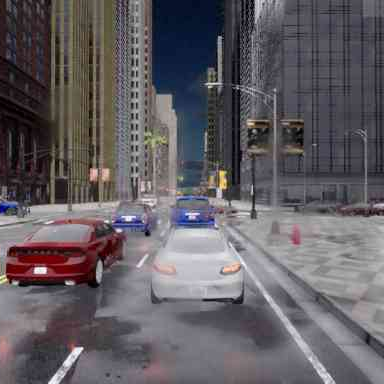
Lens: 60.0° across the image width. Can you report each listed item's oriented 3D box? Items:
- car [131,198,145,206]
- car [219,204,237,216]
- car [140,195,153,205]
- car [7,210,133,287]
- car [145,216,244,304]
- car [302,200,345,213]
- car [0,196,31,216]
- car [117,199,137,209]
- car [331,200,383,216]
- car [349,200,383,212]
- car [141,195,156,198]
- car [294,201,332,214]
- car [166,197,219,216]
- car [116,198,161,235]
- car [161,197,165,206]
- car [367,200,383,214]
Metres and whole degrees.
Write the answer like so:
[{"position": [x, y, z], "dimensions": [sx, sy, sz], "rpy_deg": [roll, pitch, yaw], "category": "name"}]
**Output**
[{"position": [-9.774, 1.824, 60.786], "dimensions": [1.812, 1.442, 4.674], "rpy_deg": [0, 0, 1], "category": "car"}, {"position": [1.691, 1.620, 32.460], "dimensions": [5.357, 1.411, 2.033], "rpy_deg": [0, -1, -1], "category": "car"}, {"position": [-9.697, 1.606, 71.360], "dimensions": [2.150, 2.045, 5.566], "rpy_deg": [0, 0, 0], "category": "car"}, {"position": [-3.145, 1.488, 9.392], "dimensions": [1.882, 1.535, 5.008], "rpy_deg": [0, 0, 0], "category": "car"}, {"position": [0.105, 1.534, 8.020], "dimensions": [1.812, 1.442, 4.674], "rpy_deg": [0, 0, 0], "category": "car"}, {"position": [15.213, 1.660, 38.635], "dimensions": [4.313, 1.339, 1.947], "rpy_deg": [0, 0, -1], "category": "car"}, {"position": [-18.683, 1.380, 32.165], "dimensions": [5.566, 2.045, 2.150], "rpy_deg": [0, -1, 0], "category": "car"}, {"position": [-9.810, 1.776, 50.877], "dimensions": [2.033, 1.411, 5.357], "rpy_deg": [0, 0, 0], "category": "car"}, {"position": [15.337, 1.575, 30.112], "dimensions": [4.206, 1.307, 1.802], "rpy_deg": [0, 0, -1], "category": "car"}, {"position": [20.853, 1.641, 38.719], "dimensions": [4.313, 1.339, 1.947], "rpy_deg": [0, 0, -1], "category": "car"}, {"position": [-6.561, 1.450, 50.918], "dimensions": [2.150, 2.045, 5.566], "rpy_deg": [0, 0, 0], "category": "car"}, {"position": [13.224, 1.633, 35.852], "dimensions": [4.181, 1.385, 1.994], "rpy_deg": [0, -1, -1], "category": "car"}, {"position": [0.039, 1.256, 17.722], "dimensions": [2.150, 2.045, 5.566], "rpy_deg": [0, 0, 1], "category": "car"}, {"position": [-3.136, 1.390, 18.619], "dimensions": [2.097, 1.767, 4.553], "rpy_deg": [0, 0, 0], "category": "car"}, {"position": [-6.525, 1.802, 60.630], "dimensions": [1.837, 1.490, 4.892], "rpy_deg": [0, 0, 1], "category": "car"}, {"position": [21.778, 1.566, 35.977], "dimensions": [4.674, 1.442, 1.812], "rpy_deg": [0, -1, -1], "category": "car"}]
